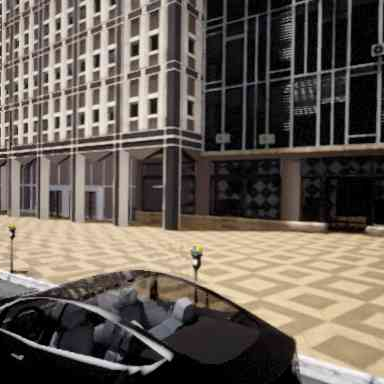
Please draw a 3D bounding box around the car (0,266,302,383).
[{"bbox_3d":[-1.035,1.558,3.597,4.313,1.339,1.947,0,1,35],"label":"car"}]
